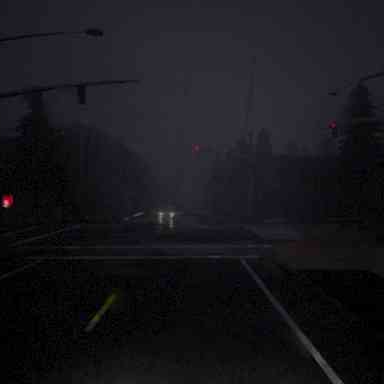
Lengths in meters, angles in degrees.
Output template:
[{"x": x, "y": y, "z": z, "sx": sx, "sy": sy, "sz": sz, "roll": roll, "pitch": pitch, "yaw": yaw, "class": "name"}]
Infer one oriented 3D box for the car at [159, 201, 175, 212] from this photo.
[{"x": -3.478, "y": 1.996, "z": 46.635, "sx": 1.837, "sy": 1.490, "sz": 4.892, "roll": 0, "pitch": -1, "yaw": 0, "class": "car"}]
